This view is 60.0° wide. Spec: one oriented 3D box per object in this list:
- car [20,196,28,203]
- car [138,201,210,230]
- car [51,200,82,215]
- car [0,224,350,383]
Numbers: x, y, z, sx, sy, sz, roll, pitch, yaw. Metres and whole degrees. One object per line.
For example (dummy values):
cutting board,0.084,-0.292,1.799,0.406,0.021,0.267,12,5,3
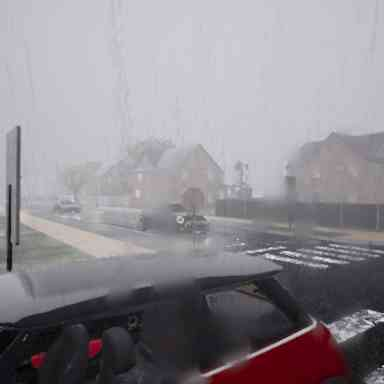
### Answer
car,-36.771,1.571,71.849,1.994,1.385,4.181,1,-1,-36
car,-1.025,1.320,17.677,2.097,1.767,4.553,1,0,-36
car,-13.012,1.514,34.224,2.033,1.411,5.357,1,0,-36
car,-0.951,1.351,2.267,4.553,1.767,2.097,0,0,-36
